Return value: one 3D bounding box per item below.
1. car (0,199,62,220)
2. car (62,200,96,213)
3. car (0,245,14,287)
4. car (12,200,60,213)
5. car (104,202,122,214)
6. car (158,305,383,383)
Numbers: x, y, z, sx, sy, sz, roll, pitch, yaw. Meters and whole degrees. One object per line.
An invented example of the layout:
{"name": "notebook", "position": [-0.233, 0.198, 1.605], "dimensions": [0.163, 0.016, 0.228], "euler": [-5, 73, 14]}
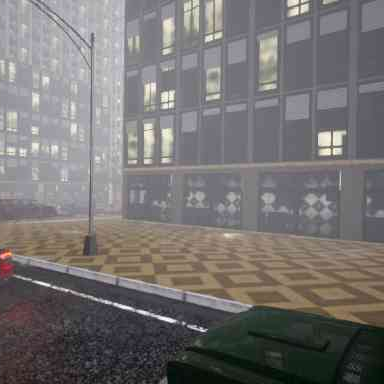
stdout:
{"name": "car", "position": [-14.819, 1.519, 29.926], "dimensions": [2.192, 1.841, 5.009], "euler": [1, 0, 36]}
{"name": "car", "position": [-14.073, 1.683, 40.701], "dimensions": [2.128, 1.511, 4.902], "euler": [1, 0, 37]}
{"name": "car", "position": [-6.076, 1.521, 7.983], "dimensions": [4.674, 1.442, 1.812], "euler": [0, 0, 35]}
{"name": "car", "position": [-18.338, 1.643, 39.293], "dimensions": [1.752, 1.417, 4.829], "euler": [1, 0, 36]}
{"name": "car", "position": [-8.042, 1.830, 39.153], "dimensions": [1.752, 1.417, 4.829], "euler": [1, 0, 36]}
{"name": "car", "position": [2.035, 1.601, 2.235], "dimensions": [4.718, 1.301, 1.895], "euler": [0, 0, 35]}
